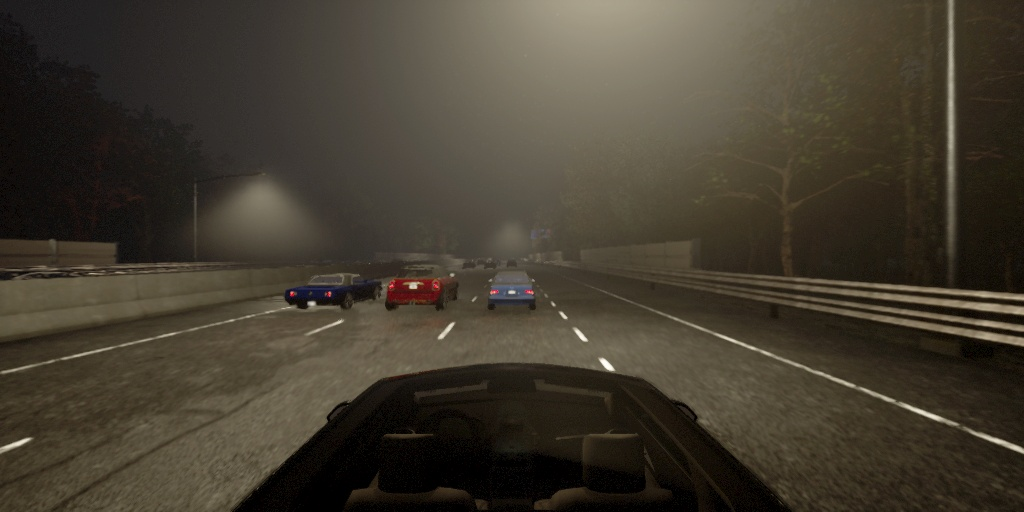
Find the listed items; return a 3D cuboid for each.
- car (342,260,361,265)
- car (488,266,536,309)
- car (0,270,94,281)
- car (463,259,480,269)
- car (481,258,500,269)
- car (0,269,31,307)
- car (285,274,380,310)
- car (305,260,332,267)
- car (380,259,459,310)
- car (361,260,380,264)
[{"bbox_3d":[-24.553,1.376,55.245,1.812,1.442,4.674,0,0,0],"label":"car"},{"bbox_3d":[-0.008,1.322,15.055,2.033,1.411,5.357,0,0,0],"label":"car"},{"bbox_3d":[-17.601,1.262,12.745,2.128,1.511,4.902,0,0,0],"label":"car"},{"bbox_3d":[-7.030,1.349,59.987,2.128,1.511,4.902,0,0,0],"label":"car"},{"bbox_3d":[-3.531,1.349,60.079,2.128,1.511,4.902,0,0,0],"label":"car"},{"bbox_3d":[-21.100,1.275,12.593,1.837,1.490,4.892,0,0,0],"label":"car"},{"bbox_3d":[-7.008,1.375,14.777,1.895,1.301,4.718,0,0,0],"label":"car"},{"bbox_3d":[-28.044,1.335,52.178,2.128,1.511,4.902,0,0,1],"label":"car"},{"bbox_3d":[-3.509,1.126,14.869,2.097,1.767,4.553,0,0,0],"label":"car"},{"bbox_3d":[-21.058,1.375,55.278,1.812,1.442,4.674,0,0,0],"label":"car"}]
